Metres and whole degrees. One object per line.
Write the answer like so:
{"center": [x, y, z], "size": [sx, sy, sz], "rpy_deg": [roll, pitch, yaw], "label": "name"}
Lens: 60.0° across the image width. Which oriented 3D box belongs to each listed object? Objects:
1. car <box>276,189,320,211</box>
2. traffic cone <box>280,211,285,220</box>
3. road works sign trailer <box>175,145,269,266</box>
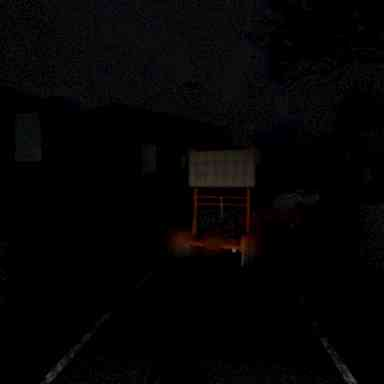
{"center": [10.686, 0.745, 33.205], "size": [5.566, 2.045, 2.150], "rpy_deg": [0, 2, -42], "label": "car"}
{"center": [6.267, 1.628, 23.050], "size": [0.340, 0.580, 0.340], "rpy_deg": [1, 1, 22], "label": "traffic cone"}
{"center": [1.025, 0.289, 11.127], "size": [2.380, 3.560, 2.880], "rpy_deg": [1, 1, 22], "label": "road works sign trailer"}
